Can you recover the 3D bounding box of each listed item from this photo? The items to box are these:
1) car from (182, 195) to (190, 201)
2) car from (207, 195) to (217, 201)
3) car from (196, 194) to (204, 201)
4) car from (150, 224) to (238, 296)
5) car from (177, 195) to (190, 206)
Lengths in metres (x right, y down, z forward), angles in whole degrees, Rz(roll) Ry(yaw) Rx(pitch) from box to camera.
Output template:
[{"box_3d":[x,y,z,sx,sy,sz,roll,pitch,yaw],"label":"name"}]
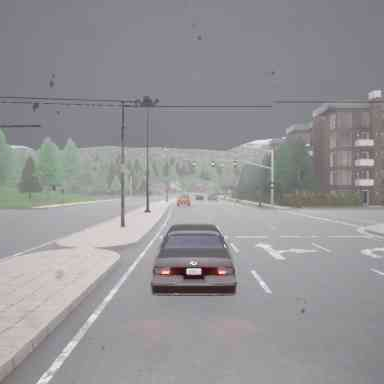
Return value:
[{"box_3d":[-1.517,1.523,85.368,1.812,1.442,4.674,0,0,0],"label":"car"},{"box_3d":[5.483,1.539,85.414,2.033,1.411,5.357,0,0,0],"label":"car"},{"box_3d":[1.983,1.477,85.406,1.882,1.535,5.008,0,0,0],"label":"car"},{"box_3d":[0.043,1.547,8.798,2.033,1.411,5.357,0,0,0],"label":"car"},{"box_3d":[-1.354,1.352,54.543,2.097,1.767,4.553,0,0,-1],"label":"car"}]
